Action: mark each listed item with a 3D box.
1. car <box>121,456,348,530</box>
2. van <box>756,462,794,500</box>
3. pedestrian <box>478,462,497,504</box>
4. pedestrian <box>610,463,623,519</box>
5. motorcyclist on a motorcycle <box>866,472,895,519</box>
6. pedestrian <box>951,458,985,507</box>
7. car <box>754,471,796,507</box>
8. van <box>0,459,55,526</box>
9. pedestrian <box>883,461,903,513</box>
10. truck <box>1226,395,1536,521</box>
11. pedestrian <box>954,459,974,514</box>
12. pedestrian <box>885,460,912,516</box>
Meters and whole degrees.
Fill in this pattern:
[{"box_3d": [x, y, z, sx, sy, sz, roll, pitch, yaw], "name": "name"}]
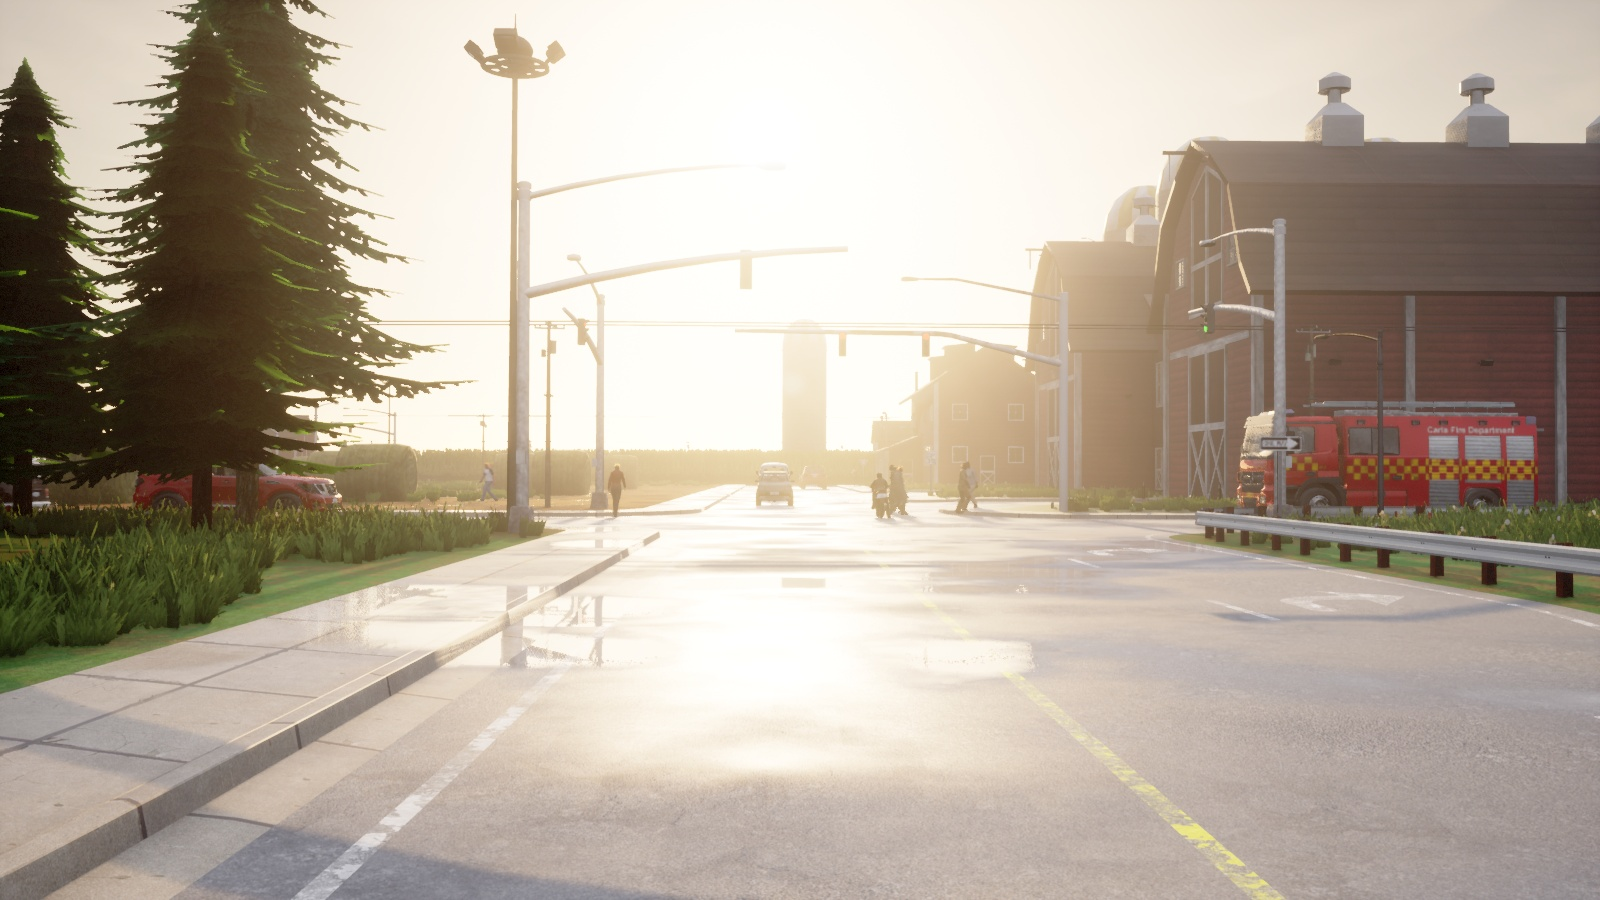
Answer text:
[{"box_3d": [-16.169, 1.231, 36.146, 5.566, 2.045, 2.150, 0, -1, 0], "name": "car"}, {"box_3d": [-1.439, 1.734, 71.052, 2.069, 2.038, 4.480, 0, -1, -1], "name": "van"}, {"box_3d": [-13.703, 1.444, 55.098, 0.706, 1.836, 0.354, 1, -1, -43], "name": "pedestrian"}, {"box_3d": [-6.069, 1.357, 41.583, 0.331, 1.846, 0.636, 0, -1, 0], "name": "pedestrian"}, {"box_3d": [2.689, 1.498, 42.130, 0.797, 1.523, 2.044, 0, -1, -1], "name": "motorcyclist on a motorcycle"}, {"box_3d": [6.414, 1.248, 47.940, 0.900, 1.855, 0.874, 0, -1, -34], "name": "pedestrian"}, {"box_3d": [-1.126, 1.743, 56.643, 1.789, 1.549, 3.705, 0, -1, -1], "name": "car"}, {"box_3d": [-26.375, 1.334, 39.611, 4.480, 2.038, 2.069, 0, -1, 0], "name": "van"}, {"box_3d": [3.487, 1.392, 47.115, 0.666, 1.930, 0.402, 0, -1, -4], "name": "pedestrian"}, {"box_3d": [18.224, 0.270, 39.785, 8.468, 3.827, 2.891, 0, -1, 0], "name": "truck"}, {"box_3d": [5.818, 1.287, 44.522, 0.692, 1.930, 0.396, 0, -1, 9], "name": "pedestrian"}, {"box_3d": [3.518, 1.354, 44.847, 0.873, 1.952, 0.659, 0, -1, -2], "name": "pedestrian"}]
